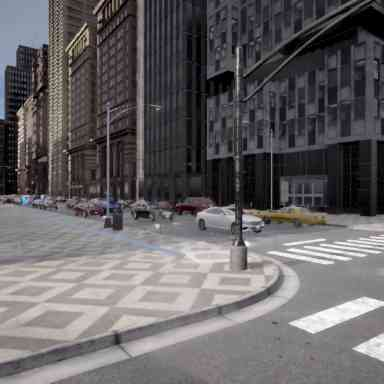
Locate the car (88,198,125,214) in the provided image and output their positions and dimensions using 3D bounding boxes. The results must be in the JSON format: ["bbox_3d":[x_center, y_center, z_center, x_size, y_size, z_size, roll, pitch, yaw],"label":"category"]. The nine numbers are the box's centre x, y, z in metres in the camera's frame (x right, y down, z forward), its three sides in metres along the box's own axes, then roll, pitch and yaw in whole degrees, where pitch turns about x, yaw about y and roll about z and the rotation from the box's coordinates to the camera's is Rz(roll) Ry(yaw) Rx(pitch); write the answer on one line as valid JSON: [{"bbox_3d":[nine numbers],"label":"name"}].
[{"bbox_3d":[-8.975,1.561,34.919,1.882,1.535,5.008,0,0,-35],"label":"car"}]

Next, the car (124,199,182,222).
[{"bbox_3d":[-3.232,1.548,26.786,2.128,1.511,4.902,0,0,-35],"label":"car"}]

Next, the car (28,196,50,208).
[{"bbox_3d":[-22.775,1.712,49.796,1.802,1.307,4.206,0,0,-35],"label":"car"}]

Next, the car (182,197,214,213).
[{"bbox_3d":[0.350,1.398,31.867,2.192,1.841,5.009,0,0,-35],"label":"car"}]

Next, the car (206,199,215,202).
[{"bbox_3d":[3.487,1.593,27.432,1.752,1.417,4.829,0,0,-35],"label":"car"}]

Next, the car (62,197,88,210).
[{"bbox_3d":[-14.885,1.676,43.310,1.994,1.385,4.181,0,0,-38],"label":"car"}]

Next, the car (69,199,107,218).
[{"bbox_3d":[-9.835,1.612,31.502,1.887,1.381,4.507,0,0,-35],"label":"car"}]

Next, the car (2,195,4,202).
[{"bbox_3d":[-42.186,1.814,77.237,1.802,1.307,4.206,0,0,-35],"label":"car"}]

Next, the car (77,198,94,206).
[{"bbox_3d":[-19.060,1.759,59.306,1.802,1.307,4.206,0,0,-35],"label":"car"}]

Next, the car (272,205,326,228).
[{"bbox_3d":[6.722,1.578,22.859,1.752,1.417,4.829,0,0,-35],"label":"car"}]

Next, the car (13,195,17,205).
[{"bbox_3d":[-32.383,1.705,63.378,1.752,1.417,4.829,0,0,-35],"label":"car"}]

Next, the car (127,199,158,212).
[{"bbox_3d":[-6.218,1.639,41.152,1.752,1.417,4.829,0,0,-35],"label":"car"}]

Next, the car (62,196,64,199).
[{"bbox_3d":[-19.193,1.704,54.714,2.033,1.411,5.357,0,0,-35],"label":"car"}]

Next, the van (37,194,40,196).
[{"bbox_3d":[-38.470,1.621,86.746,1.690,1.788,3.998,0,0,-35],"label":"van"}]

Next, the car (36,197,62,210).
[{"bbox_3d":[-19.540,1.696,45.223,1.802,1.307,4.206,0,0,-35],"label":"car"}]

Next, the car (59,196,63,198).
[{"bbox_3d":[-28.764,1.668,73.025,1.967,1.590,4.097,0,0,-35],"label":"car"}]

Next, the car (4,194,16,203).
[{"bbox_3d":[-38.951,1.529,72.665,2.192,1.841,5.009,0,0,-35],"label":"car"}]

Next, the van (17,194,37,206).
[{"bbox_3d":[-29.246,1.505,58.944,1.690,1.788,3.998,0,0,-35],"label":"van"}]

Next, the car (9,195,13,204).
[{"bbox_3d":[-35.716,1.779,68.090,1.802,1.307,4.206,0,0,-35],"label":"car"}]

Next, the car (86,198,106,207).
[{"bbox_3d":[-15.825,1.727,54.733,1.947,1.339,4.313,0,0,-35],"label":"car"}]

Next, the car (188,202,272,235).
[{"bbox_3d":[2.054,1.557,19.273,1.812,1.442,4.674,0,0,-37],"label":"car"}]

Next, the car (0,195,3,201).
[{"bbox_3d":[-45.421,1.690,81.811,1.967,1.590,4.097,0,0,-35],"label":"car"}]

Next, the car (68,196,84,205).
[{"bbox_3d":[-22.295,1.634,63.879,1.967,1.590,4.097,0,0,-35],"label":"car"}]

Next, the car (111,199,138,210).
[{"bbox_3d":[-9.355,1.680,45.586,2.008,1.369,4.403,0,0,-35],"label":"car"}]

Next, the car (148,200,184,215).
[{"bbox_3d":[-2.885,1.643,36.440,1.887,1.381,4.507,0,0,-35],"label":"car"}]

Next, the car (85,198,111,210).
[{"bbox_3d":[-13.142,1.605,46.248,1.882,1.535,5.008,0,0,-35],"label":"car"}]
